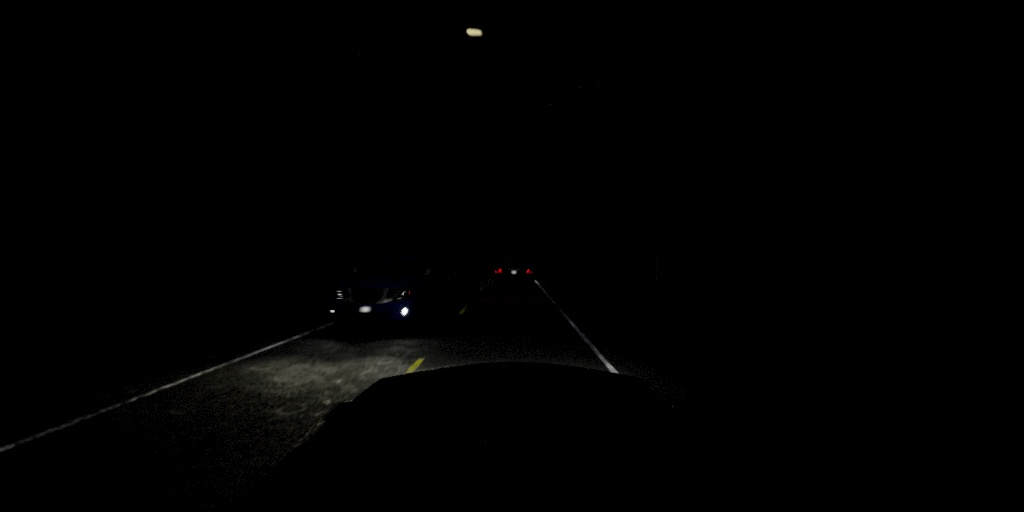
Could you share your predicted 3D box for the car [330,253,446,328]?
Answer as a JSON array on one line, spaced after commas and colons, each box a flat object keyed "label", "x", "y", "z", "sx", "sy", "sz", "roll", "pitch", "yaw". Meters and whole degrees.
[{"label": "car", "x": -3.582, "y": 0.931, "z": 11.546, "sx": 2.150, "sy": 2.045, "sz": 5.566, "roll": 0, "pitch": 0, "yaw": 0}]

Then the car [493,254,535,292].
[{"label": "car", "x": 0.100, "y": 0.879, "z": 20.378, "sx": 2.150, "sy": 2.045, "sz": 5.566, "roll": 0, "pitch": 0, "yaw": 0}]
